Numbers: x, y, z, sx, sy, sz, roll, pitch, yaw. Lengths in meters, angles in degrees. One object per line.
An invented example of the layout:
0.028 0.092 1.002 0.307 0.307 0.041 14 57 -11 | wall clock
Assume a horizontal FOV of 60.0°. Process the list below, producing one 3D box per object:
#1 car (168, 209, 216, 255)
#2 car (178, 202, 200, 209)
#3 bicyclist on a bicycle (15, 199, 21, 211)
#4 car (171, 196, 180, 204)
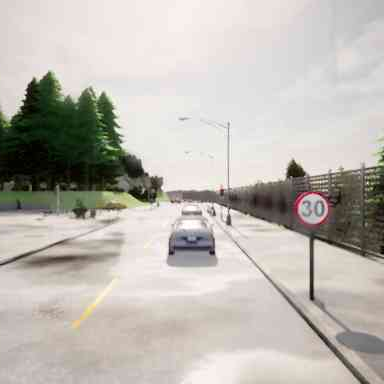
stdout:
-0.009 1.679 13.986 2.033 1.411 5.357 0 -1 0 | car
-0.020 1.820 28.986 2.033 1.411 5.357 0 -1 0 | car
-24.190 1.783 46.241 0.582 1.620 1.656 0 0 0 | bicyclist on a bicycle
-4.061 2.001 82.809 2.150 2.045 5.566 0 -1 0 | car
